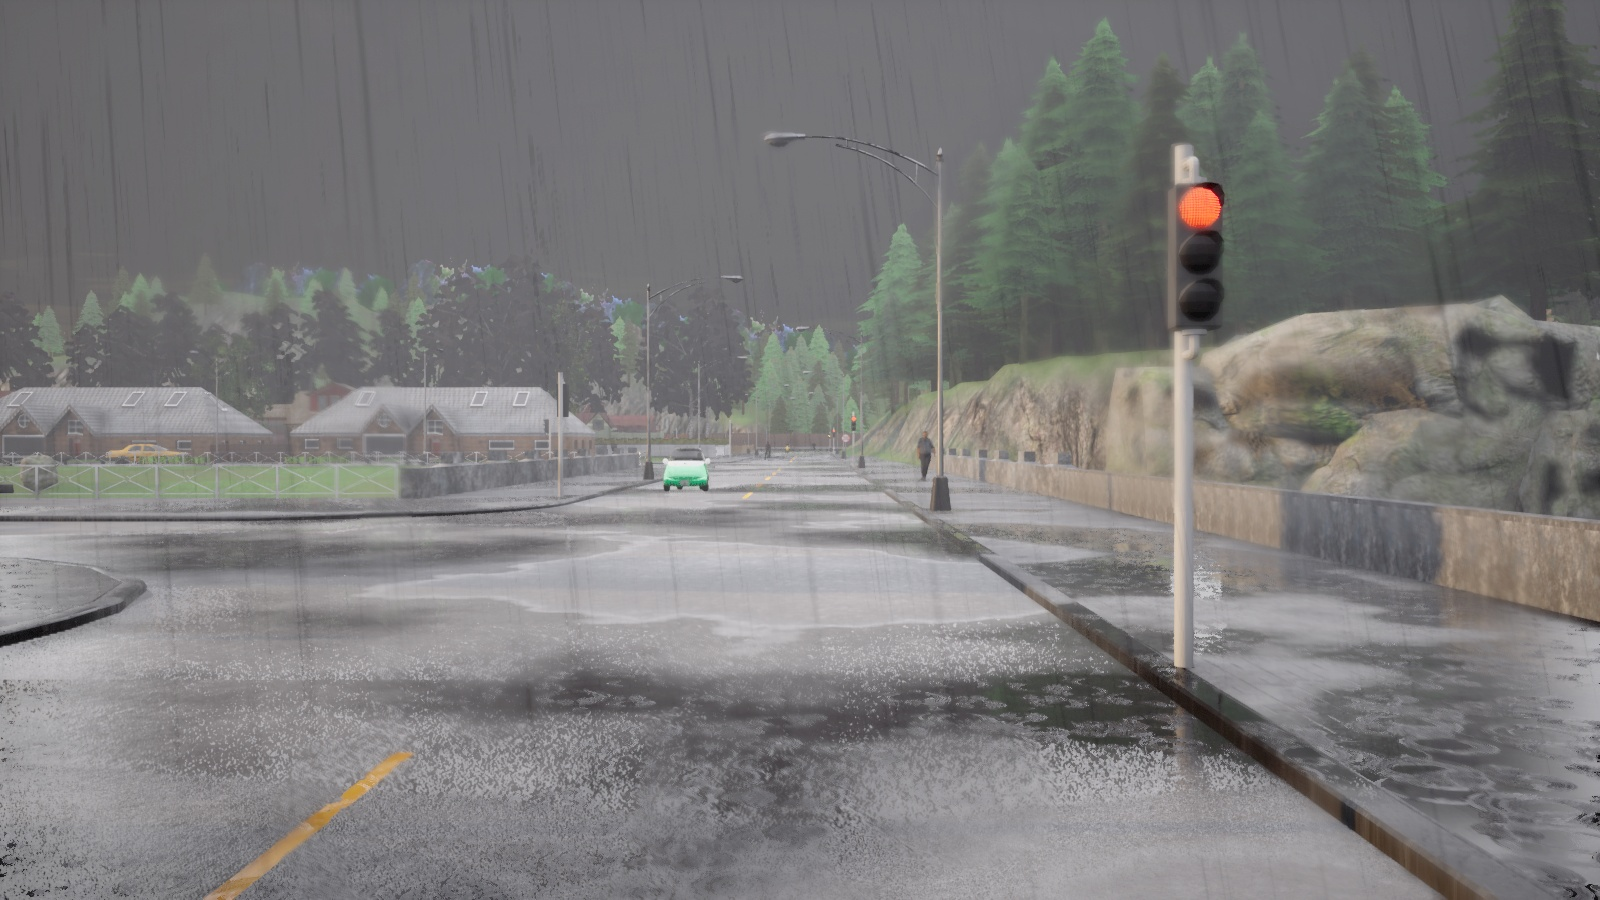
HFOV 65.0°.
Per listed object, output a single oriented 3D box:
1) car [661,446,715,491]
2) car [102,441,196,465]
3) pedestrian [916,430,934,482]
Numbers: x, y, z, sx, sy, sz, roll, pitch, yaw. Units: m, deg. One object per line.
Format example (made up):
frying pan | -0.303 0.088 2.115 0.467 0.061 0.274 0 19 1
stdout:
car | -3.512 0.575 39.511 1.481 1.376 2.207 0 0 1
car | -43.462 0.177 83.921 5.366 1.575 1.801 0 0 1
pedestrian | 4.479 0.206 45.045 0.540 1.848 0.694 0 0 -6
